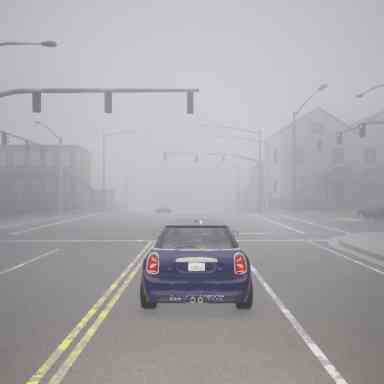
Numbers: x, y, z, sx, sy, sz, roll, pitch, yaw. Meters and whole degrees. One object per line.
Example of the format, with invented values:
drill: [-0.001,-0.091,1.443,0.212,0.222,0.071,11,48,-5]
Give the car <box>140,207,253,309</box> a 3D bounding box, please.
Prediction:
car: [0.096,1.352,8.044,2.097,1.767,4.553,0,0,0]

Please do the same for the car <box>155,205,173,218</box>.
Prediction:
car: [-3.539,2.570,42.529,1.895,1.301,4.718,0,-8,0]

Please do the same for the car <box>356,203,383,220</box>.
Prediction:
car: [16.640,1.547,27.622,5.357,1.411,2.033,0,0,-1]
